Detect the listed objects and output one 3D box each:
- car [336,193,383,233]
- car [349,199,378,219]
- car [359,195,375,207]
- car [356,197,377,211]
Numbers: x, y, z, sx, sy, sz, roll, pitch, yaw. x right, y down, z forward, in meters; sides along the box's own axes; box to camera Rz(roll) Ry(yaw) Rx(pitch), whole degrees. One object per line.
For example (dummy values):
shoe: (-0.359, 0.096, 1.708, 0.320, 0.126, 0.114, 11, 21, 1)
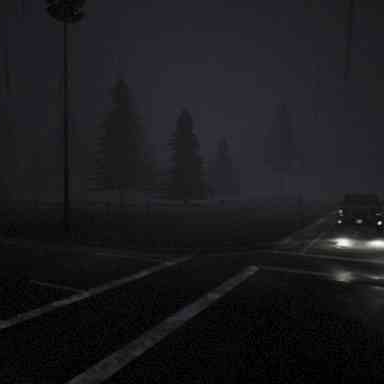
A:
car: (9.682, 1.094, 19.118, 2.150, 2.045, 5.566, 0, 0, 28)
car: (14.576, 1.360, 28.125, 2.033, 1.411, 5.357, 0, 0, 29)
car: (24.181, 1.220, 45.840, 1.812, 1.442, 4.674, 0, 0, 29)
car: (19.332, 1.318, 36.861, 1.994, 1.385, 4.181, 0, 0, 28)
